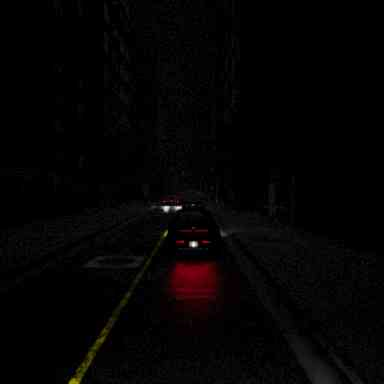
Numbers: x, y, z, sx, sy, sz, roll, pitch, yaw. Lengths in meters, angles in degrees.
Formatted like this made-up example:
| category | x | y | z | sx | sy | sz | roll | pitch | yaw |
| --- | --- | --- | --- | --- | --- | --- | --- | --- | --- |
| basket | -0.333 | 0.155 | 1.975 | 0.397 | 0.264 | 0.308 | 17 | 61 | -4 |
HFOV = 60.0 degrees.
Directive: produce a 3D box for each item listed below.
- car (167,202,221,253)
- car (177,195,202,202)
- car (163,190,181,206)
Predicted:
| category | x | y | z | sx | sy | sz | roll | pitch | yaw |
| --- | --- | --- | --- | --- | --- | --- | --- | --- | --- |
| car | 0.078 | 1.388 | 13.123 | 1.837 | 1.490 | 4.892 | 0 | 1 | 1 |
| car | 0.113 | 1.235 | 28.109 | 2.128 | 1.511 | 4.902 | 0 | 1 | 1 |
| car | -2.673 | 0.792 | 46.087 | 2.150 | 2.045 | 5.566 | 0 | 0 | 1 |
